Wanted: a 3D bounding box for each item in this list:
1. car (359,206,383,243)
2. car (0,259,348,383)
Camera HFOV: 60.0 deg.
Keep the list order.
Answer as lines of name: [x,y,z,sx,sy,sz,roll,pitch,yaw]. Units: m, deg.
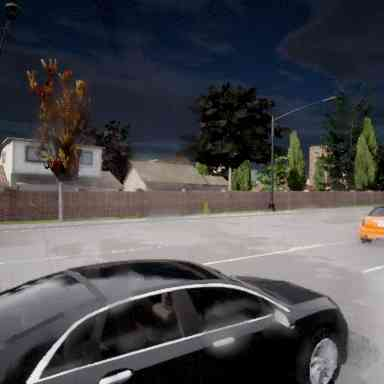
car: [9.485,1.358,14.776,4.553,1.767,2.097,0,0,-35]
car: [-0.269,1.508,3.549,4.892,1.490,1.837,-1,0,-35]
